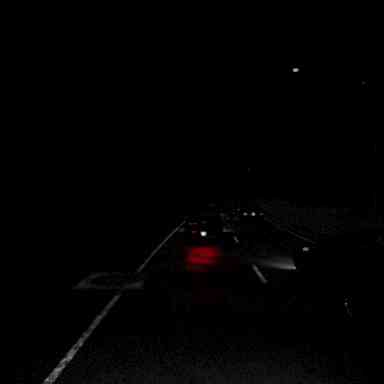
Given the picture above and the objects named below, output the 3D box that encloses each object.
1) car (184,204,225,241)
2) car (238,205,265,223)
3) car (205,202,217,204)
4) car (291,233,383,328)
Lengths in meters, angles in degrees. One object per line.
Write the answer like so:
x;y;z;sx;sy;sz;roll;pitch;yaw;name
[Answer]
0.648;1.638;17.477;1.837;1.490;4.892;0;0;3;car
4.857;1.757;27.619;2.033;1.411;5.357;0;0;5;car
1.932;1.774;33.701;1.812;1.442;4.674;0;0;6;car
3.711;1.614;7.159;2.033;1.411;5.357;0;0;2;car
